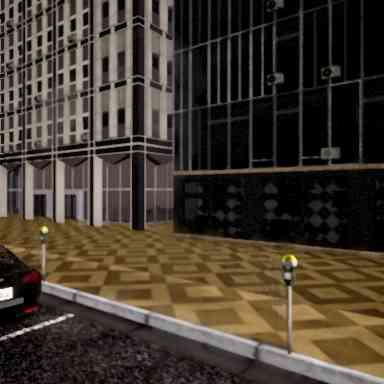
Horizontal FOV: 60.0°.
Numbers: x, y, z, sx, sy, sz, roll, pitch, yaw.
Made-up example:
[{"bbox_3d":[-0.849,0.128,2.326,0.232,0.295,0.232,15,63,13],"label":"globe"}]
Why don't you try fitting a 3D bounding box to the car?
[{"bbox_3d":[-4.474,1.534,6.069,4.313,1.339,1.947,0,0,36],"label":"car"}]
